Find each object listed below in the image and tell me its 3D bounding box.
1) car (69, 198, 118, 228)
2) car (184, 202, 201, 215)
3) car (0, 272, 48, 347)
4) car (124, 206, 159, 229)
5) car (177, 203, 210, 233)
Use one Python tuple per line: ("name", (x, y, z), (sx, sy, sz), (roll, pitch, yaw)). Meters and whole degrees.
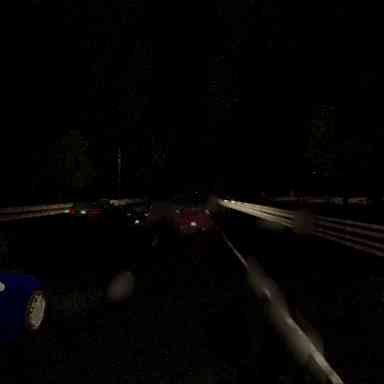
("car", (-6.926, 1.422, 23.875), (2.150, 2.045, 5.566), (0, 0, 0))
("car", (0.057, 1.926, 38.988), (1.895, 1.301, 4.718), (0, 0, 0))
("car", (-3.404, 1.559, 3.840), (1.812, 1.442, 4.674), (0, 0, 0))
("car", (-3.426, 1.686, 23.202), (2.128, 1.511, 4.902), (0, 0, 0))
("car", (0.076, 1.653, 21.036), (1.882, 1.535, 5.008), (0, 0, 0))
